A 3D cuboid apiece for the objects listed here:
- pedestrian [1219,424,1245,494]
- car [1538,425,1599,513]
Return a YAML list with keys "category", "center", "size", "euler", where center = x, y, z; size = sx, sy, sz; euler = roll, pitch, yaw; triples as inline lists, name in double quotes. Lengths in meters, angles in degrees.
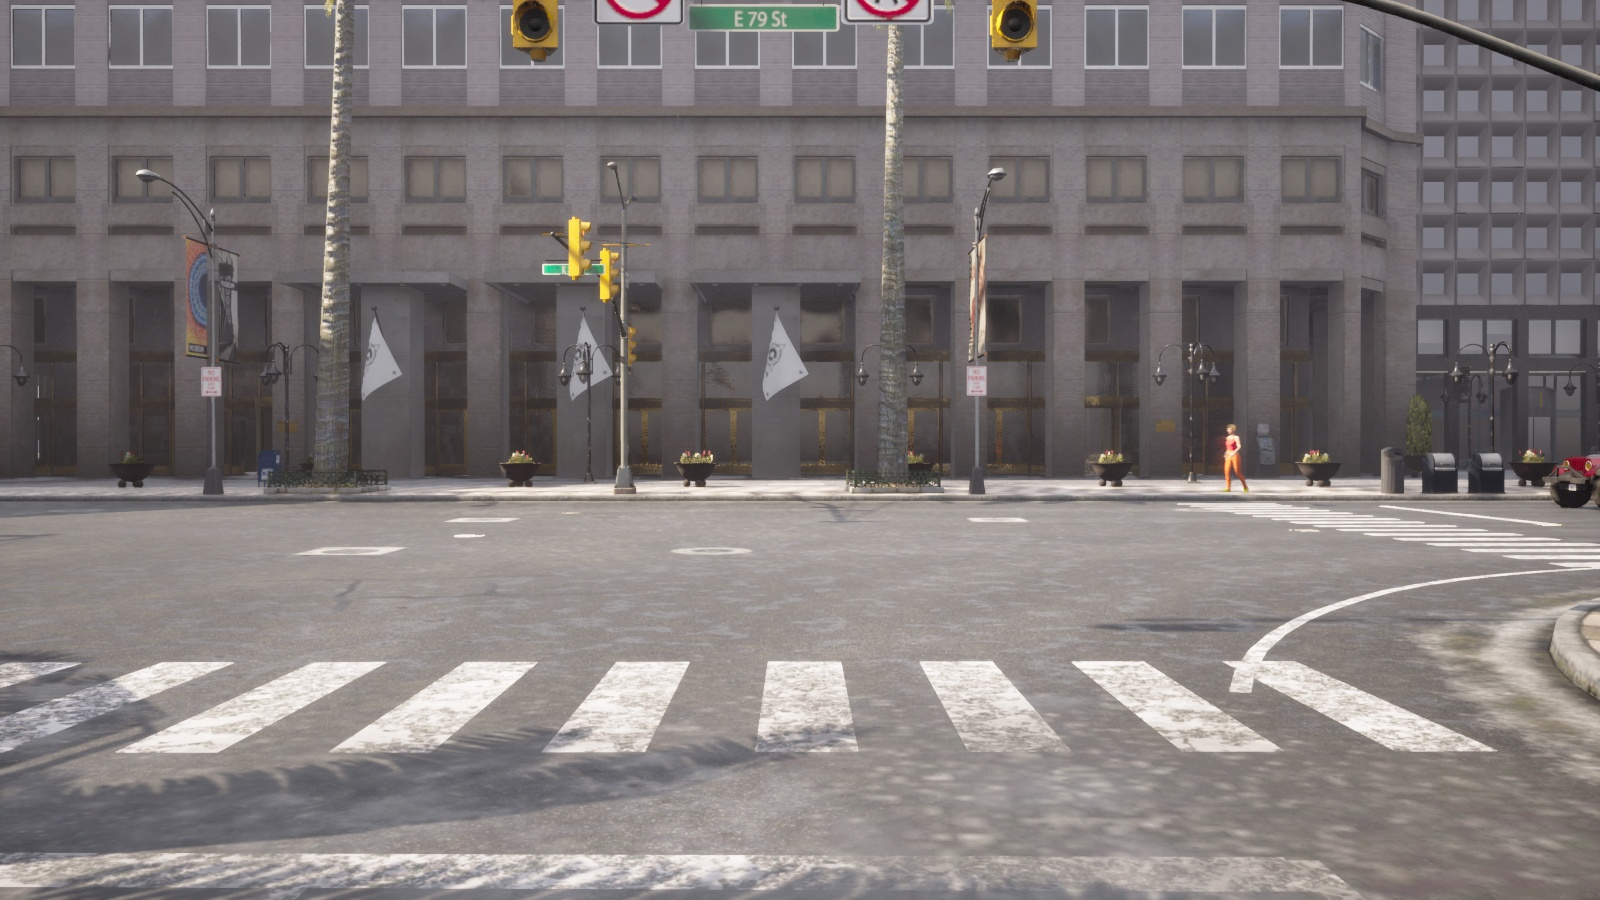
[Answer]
- category: "pedestrian"
  center: [11.427, 0.225, 33.213]
  size: [0.594, 1.836, 0.345]
  euler: [0, 0, -25]
- category: "car"
  center: [18.784, 0.401, 27.708]
  size: [3.866, 1.878, 1.905]
  euler: [0, 0, 1]
